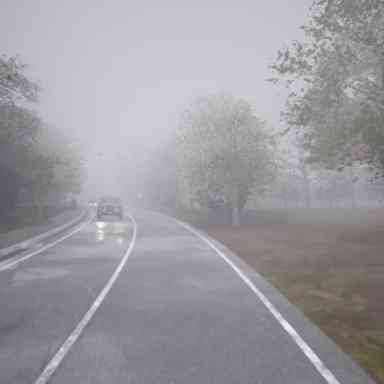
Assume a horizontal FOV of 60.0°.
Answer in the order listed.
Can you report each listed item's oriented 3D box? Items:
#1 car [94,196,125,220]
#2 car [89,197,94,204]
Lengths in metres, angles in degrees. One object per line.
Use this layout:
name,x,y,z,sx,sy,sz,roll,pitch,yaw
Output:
car,-7.341,1.352,29.957,2.150,2.045,5.566,1,0,-14
car,-20.144,1.726,68.350,1.994,1.385,4.181,2,-1,-20
